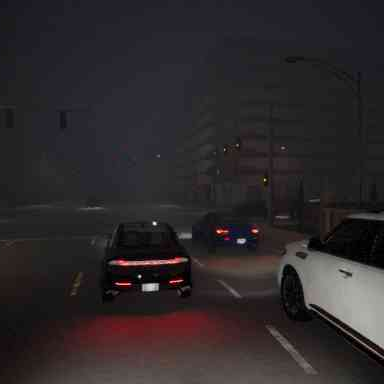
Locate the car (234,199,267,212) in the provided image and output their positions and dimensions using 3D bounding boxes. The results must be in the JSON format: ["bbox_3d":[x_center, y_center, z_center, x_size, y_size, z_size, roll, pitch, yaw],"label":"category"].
[{"bbox_3d":[5.696,1.620,29.936,4.181,1.385,1.994,0,0,-14],"label":"car"}]

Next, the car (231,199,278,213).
[{"bbox_3d":[7.065,1.560,37.692,4.892,1.490,1.837,0,0,-14],"label":"car"}]

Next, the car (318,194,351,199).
[{"bbox_3d":[16.638,1.277,40.051,5.566,2.045,2.150,0,0,-14],"label":"car"}]

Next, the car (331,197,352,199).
[{"bbox_3d":[17.819,1.581,36.730,4.674,1.442,1.812,0,0,-14],"label":"car"}]

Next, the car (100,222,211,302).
[{"bbox_3d":[-1.212,1.492,8.335,2.128,1.511,4.902,0,0,-11],"label":"car"}]

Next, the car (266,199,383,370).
[{"bbox_3d":[2.985,1.221,4.219,2.150,2.045,5.566,0,0,-7],"label":"car"}]

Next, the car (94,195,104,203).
[{"bbox_3d":[-19.301,1.478,69.062,1.882,1.535,5.008,0,0,-14],"label":"car"}]

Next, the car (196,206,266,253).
[{"bbox_3d":[1.242,1.526,13.757,1.812,1.442,4.674,0,0,-12],"label":"car"}]

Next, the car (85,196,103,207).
[{"bbox_3d":[-14.661,1.564,49.459,1.994,1.385,4.181,0,0,-13],"label":"car"}]
